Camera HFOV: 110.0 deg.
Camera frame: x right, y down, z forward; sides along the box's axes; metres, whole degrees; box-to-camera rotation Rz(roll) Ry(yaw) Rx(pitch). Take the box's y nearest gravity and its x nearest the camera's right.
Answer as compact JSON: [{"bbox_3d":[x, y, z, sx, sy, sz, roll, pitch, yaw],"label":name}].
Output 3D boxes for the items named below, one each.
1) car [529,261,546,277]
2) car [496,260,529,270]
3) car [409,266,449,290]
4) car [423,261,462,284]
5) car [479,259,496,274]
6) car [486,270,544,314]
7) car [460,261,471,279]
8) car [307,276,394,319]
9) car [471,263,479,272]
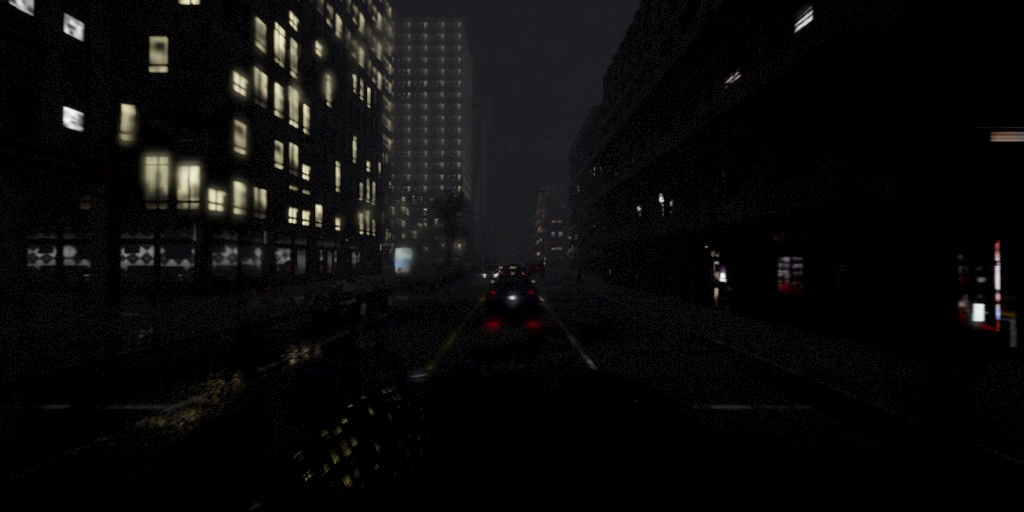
[{"bbox_3d":[2.701,1.450,40.889,2.192,1.841,5.009,0,0,0],"label":"car"},{"bbox_3d":[0.049,1.370,29.106,2.097,1.767,4.553,0,-1,1],"label":"car"},{"bbox_3d":[-5.685,1.552,24.238,1.802,1.307,4.207,0,0,0],"label":"car"},{"bbox_3d":[-5.683,1.465,29.789,1.967,1.591,4.097,0,0,0],"label":"car"},{"bbox_3d":[-3.071,1.477,52.367,2.150,2.045,5.566,0,-1,0],"label":"car"},{"bbox_3d":[0.048,1.439,14.418,1.994,1.385,4.181,0,0,1],"label":"car"},{"bbox_3d":[-5.681,1.395,35.340,2.192,1.841,5.009,0,0,0],"label":"car"},{"bbox_3d":[-5.688,1.412,13.136,2.007,1.370,4.403,0,0,0],"label":"car"},{"bbox_3d":[-5.675,1.871,57.542,1.948,1.339,4.313,0,0,0],"label":"car"}]
